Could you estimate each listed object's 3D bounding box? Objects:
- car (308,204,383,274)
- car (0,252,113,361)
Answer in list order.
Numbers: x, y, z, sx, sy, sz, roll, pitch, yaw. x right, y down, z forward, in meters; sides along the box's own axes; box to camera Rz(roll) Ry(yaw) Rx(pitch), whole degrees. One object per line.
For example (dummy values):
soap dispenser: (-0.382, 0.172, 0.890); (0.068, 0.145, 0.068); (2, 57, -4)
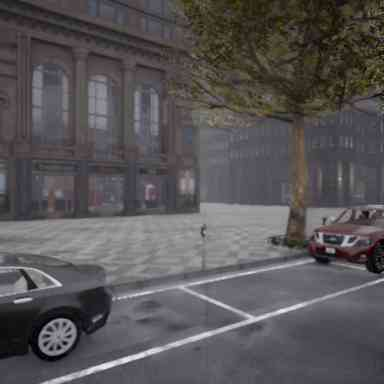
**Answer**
car: (5.993, 1.356, 10.924); (5.009, 1.841, 2.192); (0, 0, -35)
car: (-3.252, 1.550, 4.330); (4.403, 1.369, 2.008); (0, 0, -35)
